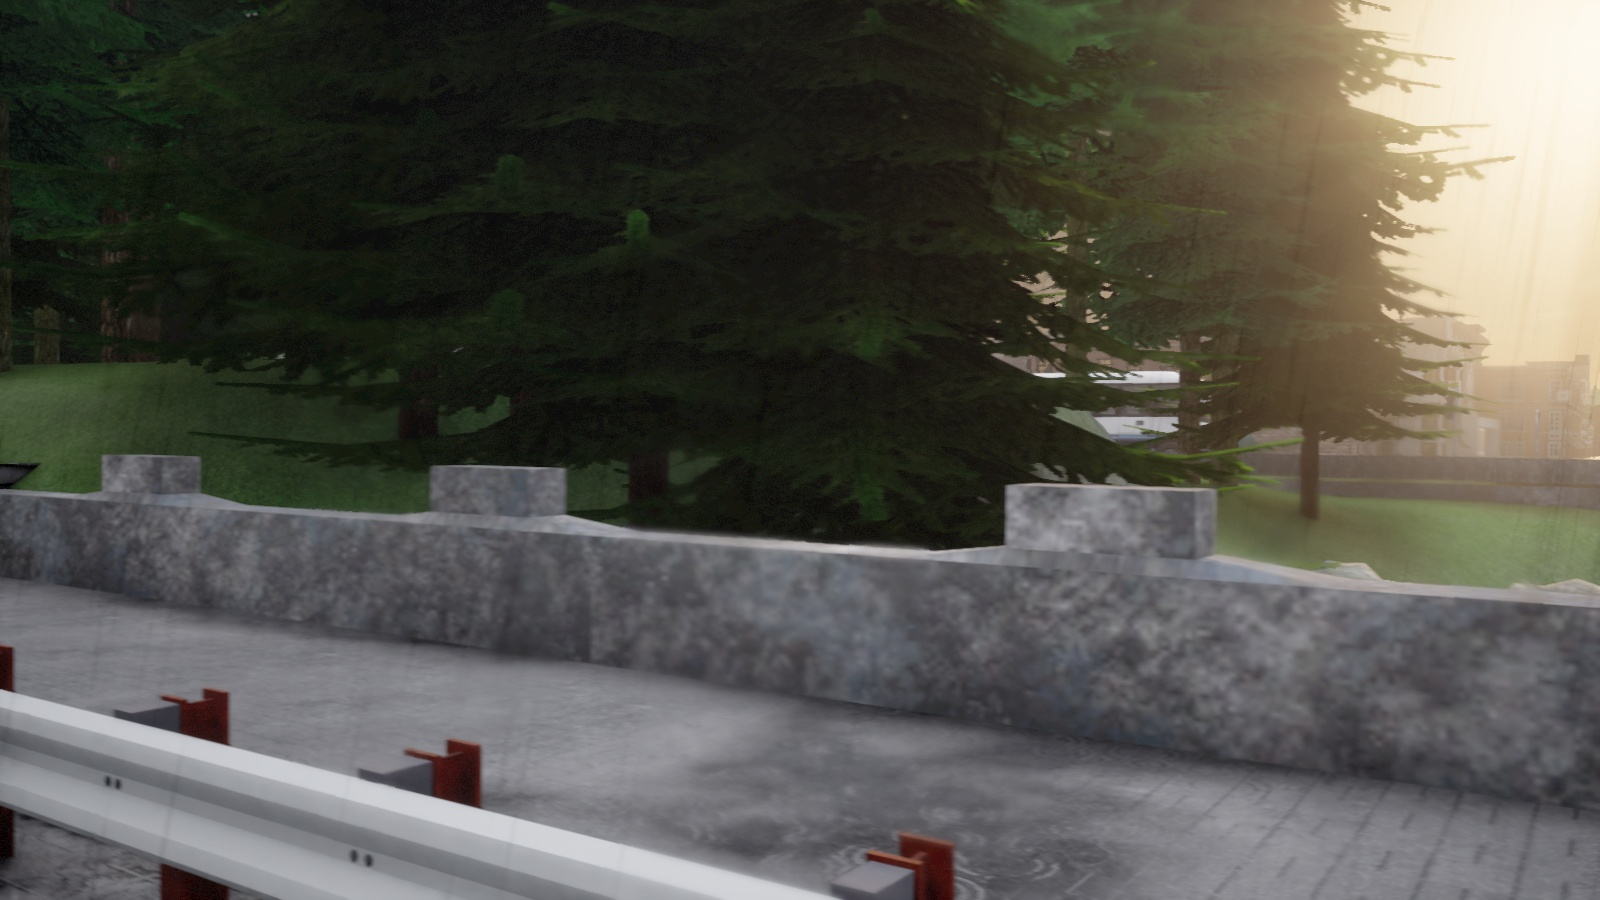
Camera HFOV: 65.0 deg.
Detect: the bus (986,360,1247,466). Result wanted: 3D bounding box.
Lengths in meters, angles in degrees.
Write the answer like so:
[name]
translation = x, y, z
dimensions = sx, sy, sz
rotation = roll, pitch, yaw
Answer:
[bus]
translation = 13.647, -1.514, 54.616
dimensions = 10.273, 4.253, 3.944
rotation = 0, 1, 34
